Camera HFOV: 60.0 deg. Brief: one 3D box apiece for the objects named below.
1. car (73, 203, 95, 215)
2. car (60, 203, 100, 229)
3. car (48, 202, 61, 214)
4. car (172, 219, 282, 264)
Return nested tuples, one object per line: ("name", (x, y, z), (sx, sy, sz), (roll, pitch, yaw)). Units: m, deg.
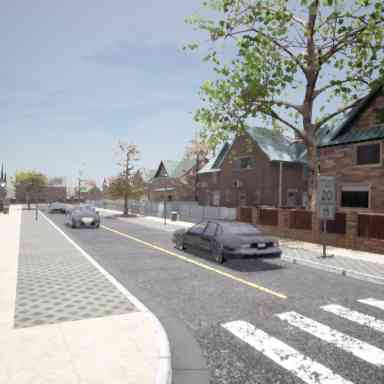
("car", (-13.567, 2.130, 41.488), (1.895, 1.301, 4.718), (2, -1, -27))
("car", (-7.873, 1.745, 23.830), (2.128, 1.511, 4.902), (2, -1, -27))
("car", (-17.339, 2.031, 42.622), (2.033, 1.411, 5.357), (2, -2, -27))
("car", (1.068, 1.757, 12.769), (2.033, 1.411, 5.357), (2, -1, -27))
